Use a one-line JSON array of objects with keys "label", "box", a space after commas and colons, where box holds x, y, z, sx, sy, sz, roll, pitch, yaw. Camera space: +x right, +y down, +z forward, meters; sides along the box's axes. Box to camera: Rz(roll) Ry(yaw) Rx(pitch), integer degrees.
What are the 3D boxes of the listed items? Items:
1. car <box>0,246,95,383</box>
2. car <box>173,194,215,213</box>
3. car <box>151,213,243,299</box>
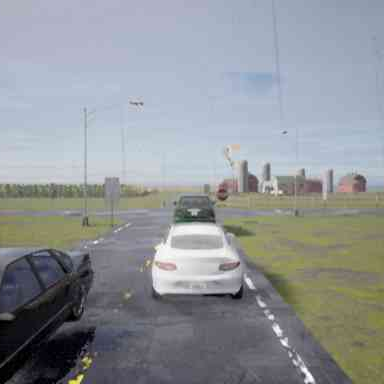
[{"label": "car", "box": [-2.843, 1.515, 4.434, 2.033, 1.411, 5.357, 0, 0, 0]}, {"label": "car", "box": [0.115, 1.094, 18.558, 2.150, 2.045, 5.566, 0, 1, 0]}, {"label": "car", "box": [0.104, 1.468, 8.149, 1.812, 1.442, 4.674, 0, 0, 0]}]
